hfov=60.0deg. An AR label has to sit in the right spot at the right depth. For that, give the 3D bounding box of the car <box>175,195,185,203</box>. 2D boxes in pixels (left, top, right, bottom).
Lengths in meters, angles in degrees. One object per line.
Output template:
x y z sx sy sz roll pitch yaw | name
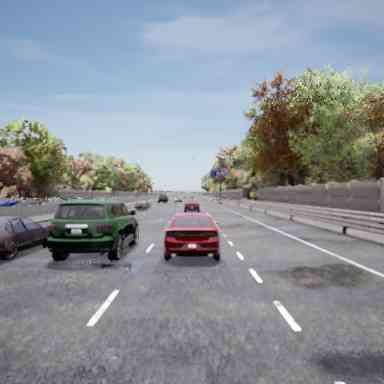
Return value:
-3.486 2.132 87.946 1.895 1.301 4.718 0 0 0 | car

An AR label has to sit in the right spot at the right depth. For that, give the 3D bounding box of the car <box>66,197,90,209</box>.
-17.530 1.668 51.405 2.097 1.767 4.553 0 0 1 | car

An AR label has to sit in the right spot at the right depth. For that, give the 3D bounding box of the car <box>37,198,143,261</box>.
-3.500 1.301 12.753 2.150 2.045 5.566 0 0 0 | car

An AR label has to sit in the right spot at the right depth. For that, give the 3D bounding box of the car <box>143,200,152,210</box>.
-6.993 1.840 47.779 2.033 1.411 5.357 0 0 0 | car

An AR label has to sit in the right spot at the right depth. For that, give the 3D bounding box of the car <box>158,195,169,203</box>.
-6.987 1.726 81.879 2.150 2.045 5.566 0 0 0 | car

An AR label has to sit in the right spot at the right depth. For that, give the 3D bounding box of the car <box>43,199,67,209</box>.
-21.026 1.843 51.320 1.812 1.442 4.674 0 0 1 | car

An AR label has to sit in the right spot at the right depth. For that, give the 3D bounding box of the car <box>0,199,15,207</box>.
-28.004 1.787 49.903 1.882 1.535 5.008 0 0 1 | car

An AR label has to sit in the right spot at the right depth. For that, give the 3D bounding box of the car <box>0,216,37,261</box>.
-6.997 1.626 12.573 2.033 1.411 5.357 0 0 0 | car

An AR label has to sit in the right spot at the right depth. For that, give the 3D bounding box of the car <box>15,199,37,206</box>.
-24.526 1.824 51.085 1.837 1.490 4.892 0 0 1 | car

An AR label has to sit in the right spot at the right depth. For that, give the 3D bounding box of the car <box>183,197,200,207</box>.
0.005 1.736 42.380 1.882 1.535 5.008 0 0 0 | car

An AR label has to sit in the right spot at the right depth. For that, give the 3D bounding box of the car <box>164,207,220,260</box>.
0.003 1.557 12.890 1.882 1.535 5.008 0 0 0 | car
